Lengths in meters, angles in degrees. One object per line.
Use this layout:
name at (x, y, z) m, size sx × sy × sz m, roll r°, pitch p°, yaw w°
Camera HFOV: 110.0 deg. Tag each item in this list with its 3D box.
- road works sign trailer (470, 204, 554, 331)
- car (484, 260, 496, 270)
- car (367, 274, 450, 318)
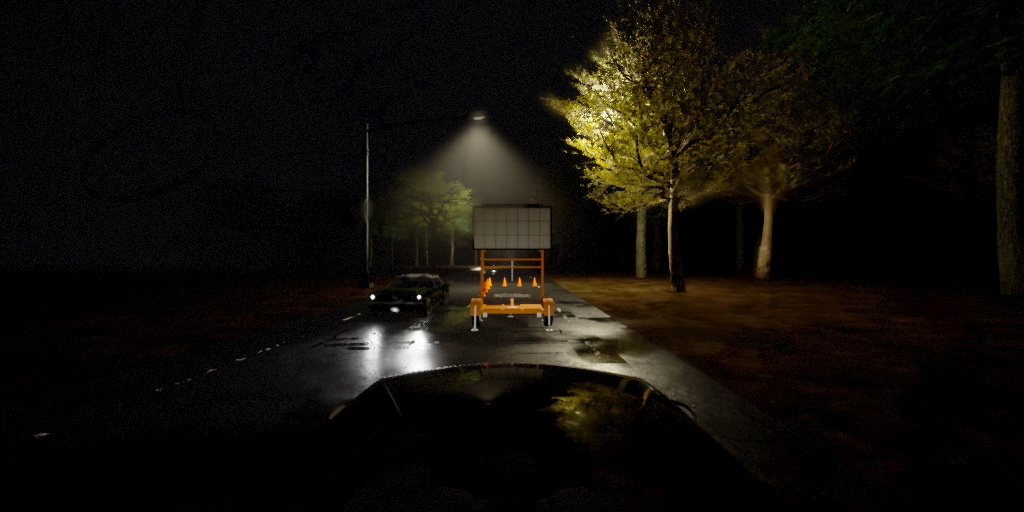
road works sign trailer at (0.009, 0.218, 11.000) m, size 2.380 × 3.560 × 2.880 m, roll 0°, pitch 0°, yaw 0°
car at (-3.589, 1.276, 54.812) m, size 2.097 × 1.767 × 4.553 m, roll 0°, pitch -1°, yaw 0°
car at (-3.599, 1.356, 13.260) m, size 1.895 × 1.301 × 4.718 m, roll 0°, pitch 0°, yaw 0°
